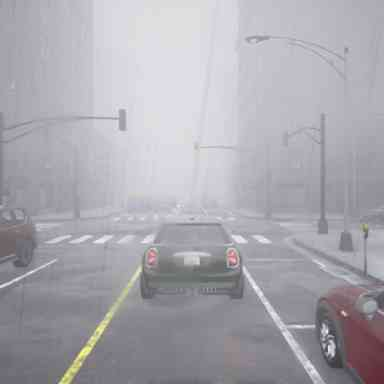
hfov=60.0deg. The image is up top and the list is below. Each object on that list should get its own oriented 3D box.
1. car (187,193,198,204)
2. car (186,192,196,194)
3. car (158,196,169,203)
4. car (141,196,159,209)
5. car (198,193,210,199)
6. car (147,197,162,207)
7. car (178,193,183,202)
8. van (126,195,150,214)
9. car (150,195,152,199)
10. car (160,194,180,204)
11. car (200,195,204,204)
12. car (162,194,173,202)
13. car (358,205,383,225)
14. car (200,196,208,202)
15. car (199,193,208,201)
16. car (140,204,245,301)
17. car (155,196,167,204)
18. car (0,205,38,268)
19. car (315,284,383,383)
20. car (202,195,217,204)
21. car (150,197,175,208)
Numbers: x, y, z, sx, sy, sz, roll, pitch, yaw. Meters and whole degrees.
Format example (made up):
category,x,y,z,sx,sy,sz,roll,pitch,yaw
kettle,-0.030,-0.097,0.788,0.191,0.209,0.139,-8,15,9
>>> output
category,x,y,z,sx,sy,sz,roll,pitch,yaw
car,0.072,1.535,66.528,1.812,1.442,4.674,0,0,0
car,0.020,1.385,76.494,1.812,1.442,4.674,0,0,0
car,-5.840,1.560,69.073,2.008,1.369,4.403,0,0,0
car,-5.846,1.448,46.690,1.967,1.590,4.097,0,0,0
car,2.684,1.324,63.494,2.192,1.841,5.009,0,0,0
car,-5.845,1.553,52.286,1.887,1.381,4.507,0,0,0
car,-3.059,1.487,59.114,1.882,1.535,5.008,0,0,0
van,-5.849,1.348,35.498,1.690,1.788,3.998,0,0,0
car,-5.848,1.323,41.094,2.192,1.841,5.009,0,0,0
car,-3.088,1.486,46.136,1.882,1.535,5.008,0,0,0
car,2.681,1.559,52.305,2.008,1.369,4.403,0,0,0
car,-5.837,1.326,80.264,2.192,1.841,5.009,0,0,0
car,14.382,1.522,23.669,4.674,1.442,1.812,0,0,1
car,2.687,1.592,74.683,1.802,1.307,4.206,0,0,0
car,3.023,1.236,86.506,2.150,2.045,5.566,0,0,0
car,0.016,1.354,8.525,2.097,1.767,4.553,0,0,0
car,-5.842,1.535,63.307,1.752,1.417,4.829,0,0,0
car,-5.857,1.317,8.550,2.192,1.841,5.009,0,0,0
car,2.668,1.441,3.050,1.967,1.590,4.097,0,0,0
car,2.680,1.534,46.881,1.752,1.417,4.829,0,0,0
car,-3.115,1.554,35.808,2.033,1.411,5.357,0,0,-4
